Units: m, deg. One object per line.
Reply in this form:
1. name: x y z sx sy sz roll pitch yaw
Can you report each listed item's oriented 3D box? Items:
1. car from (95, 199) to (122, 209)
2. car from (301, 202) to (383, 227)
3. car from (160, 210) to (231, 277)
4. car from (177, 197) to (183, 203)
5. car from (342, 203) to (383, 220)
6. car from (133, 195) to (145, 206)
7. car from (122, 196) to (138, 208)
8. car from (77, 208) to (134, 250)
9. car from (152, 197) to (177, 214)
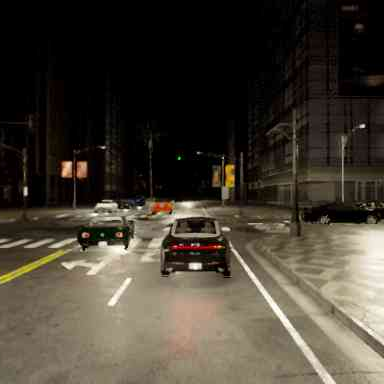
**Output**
1. car: -9.844 1.661 38.560 1.812 1.442 4.674 0 0 0
2. car: 9.951 1.471 22.301 5.008 1.535 1.882 0 -2 -1
3. car: 0.144 1.520 10.273 1.837 1.490 4.892 0 0 2
4. car: -3.252 1.911 80.249 1.812 1.442 4.674 0 0 0
5. car: 15.185 1.597 27.983 4.313 1.339 1.947 0 0 -1
6. car: -9.752 1.476 59.922 2.150 2.045 5.566 0 0 0
7. car: -9.816 1.738 49.214 2.033 1.411 5.357 0 0 0
8. car: -3.554 1.624 14.511 1.895 1.301 4.718 0 0 -7
9. car: -3.150 1.479 37.002 2.097 1.767 4.553 0 0 0
